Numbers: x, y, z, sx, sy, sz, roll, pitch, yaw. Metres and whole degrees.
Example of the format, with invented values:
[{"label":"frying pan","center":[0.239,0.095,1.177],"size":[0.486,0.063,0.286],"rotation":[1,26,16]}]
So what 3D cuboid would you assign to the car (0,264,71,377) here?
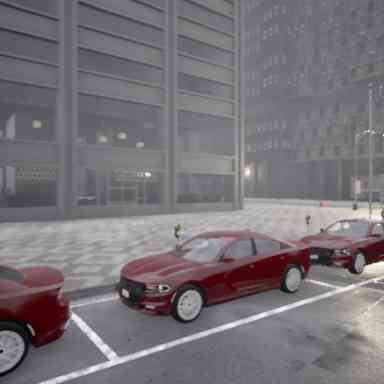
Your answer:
[{"label":"car","center":[-3.828,1.548,3.933],"size":[4.507,1.381,1.887],"rotation":[0,0,-36]}]

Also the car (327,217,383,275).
[{"label":"car","center":[5.166,1.501,10.353],"size":[4.507,1.381,1.887],"rotation":[0,0,-36]}]

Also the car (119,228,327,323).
[{"label":"car","center":[0.669,1.525,7.143],"size":[4.507,1.381,1.887],"rotation":[0,0,-36]}]
